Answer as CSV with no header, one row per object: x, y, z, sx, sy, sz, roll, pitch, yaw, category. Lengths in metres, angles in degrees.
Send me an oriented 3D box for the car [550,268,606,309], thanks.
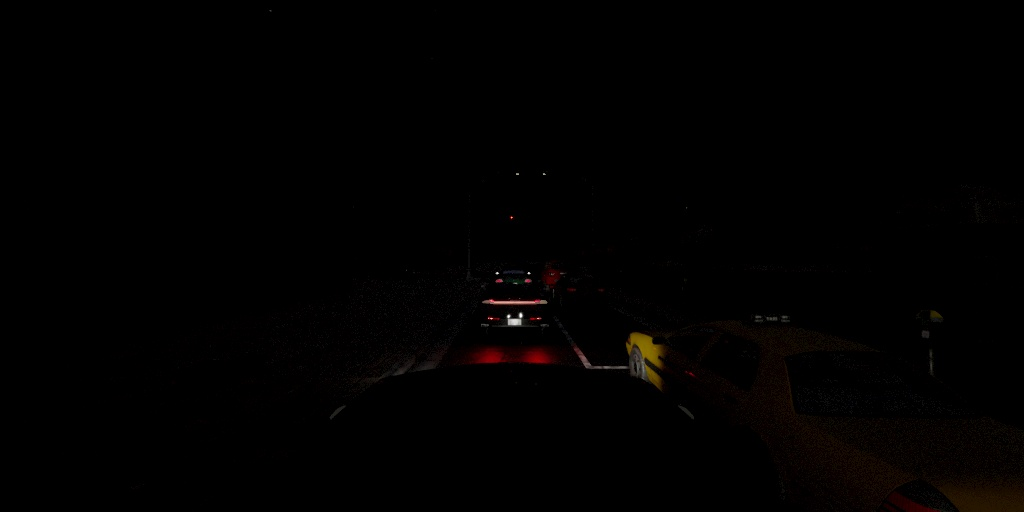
2.666,1.338,14.692,1.802,1.307,4.207,0,0,0,car

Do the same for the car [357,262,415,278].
-11.124,1.236,31.746,4.902,1.511,2.128,0,-1,0,car

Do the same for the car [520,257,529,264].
2.770,1.403,62.881,1.888,1.381,4.507,0,0,0,car

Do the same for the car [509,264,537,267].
0.066,1.325,19.261,1.994,1.385,4.181,0,0,-1,car

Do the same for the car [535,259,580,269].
2.678,1.076,20.140,2.192,1.841,5.009,0,0,0,car

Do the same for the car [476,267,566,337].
0.083,1.245,10.316,2.128,1.511,4.902,0,0,1,car

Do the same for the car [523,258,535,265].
2.735,1.356,46.570,1.888,1.381,4.507,0,0,0,car

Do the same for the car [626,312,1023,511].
2.643,1.276,3.963,1.751,1.417,4.829,0,0,0,car
